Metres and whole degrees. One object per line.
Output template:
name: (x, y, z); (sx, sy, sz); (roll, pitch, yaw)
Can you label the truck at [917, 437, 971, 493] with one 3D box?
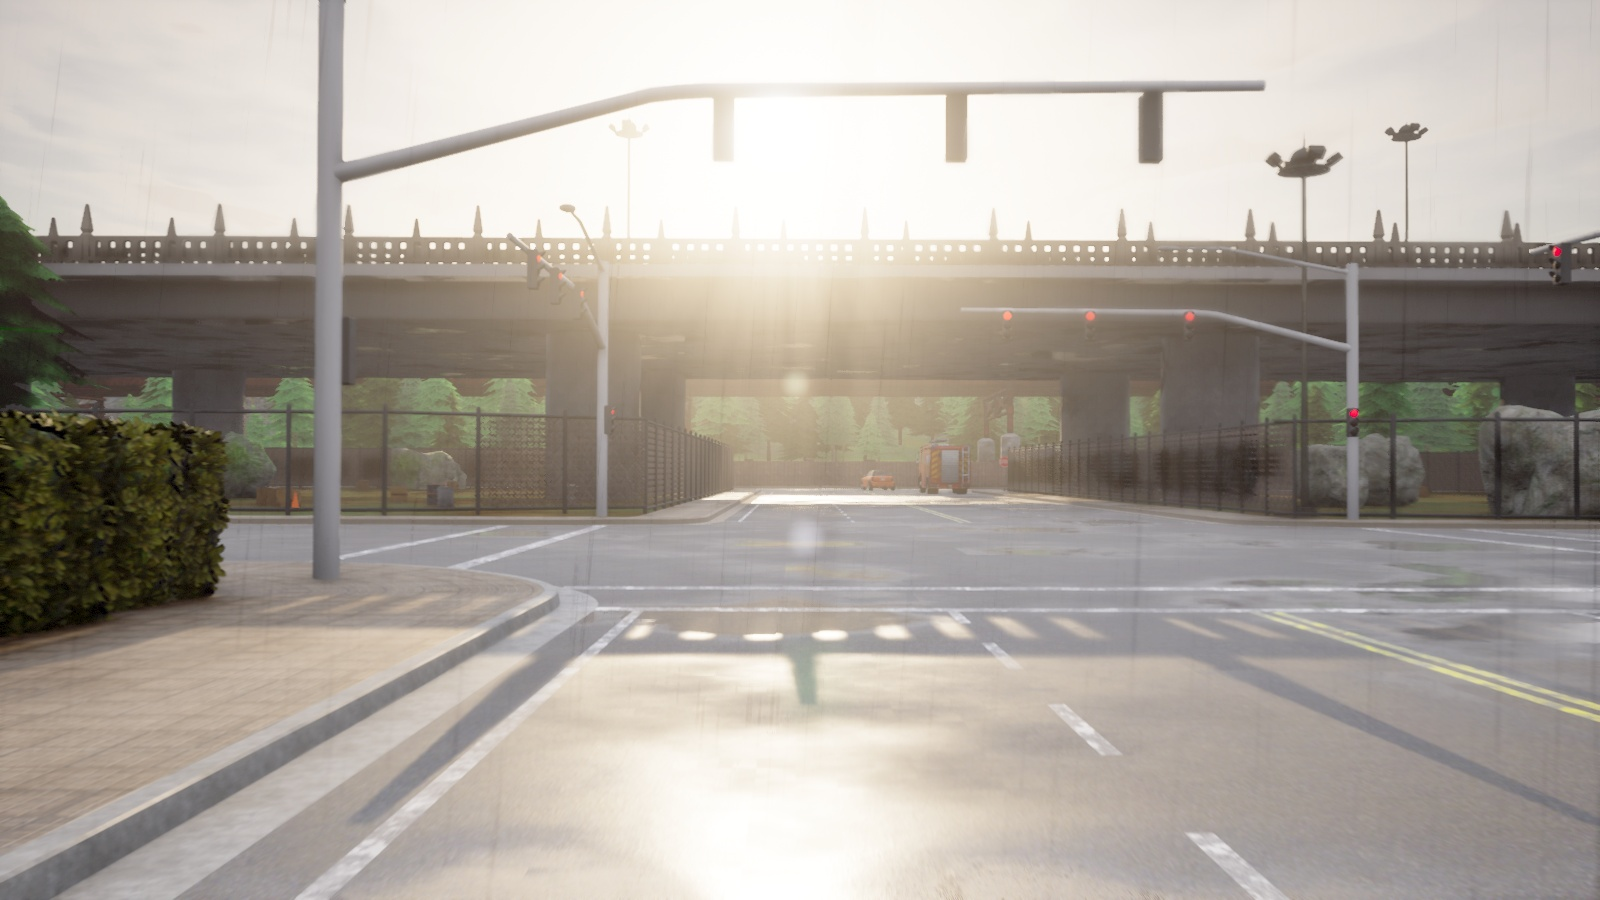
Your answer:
truck: (10.276, 1.124, 90.490); (2.891, 3.827, 8.468); (0, -1, 0)
